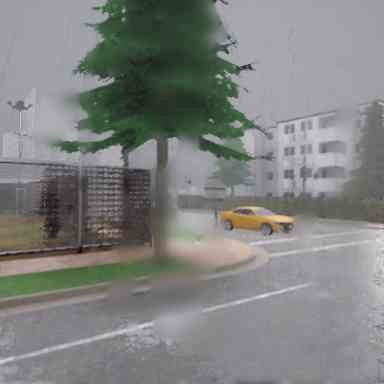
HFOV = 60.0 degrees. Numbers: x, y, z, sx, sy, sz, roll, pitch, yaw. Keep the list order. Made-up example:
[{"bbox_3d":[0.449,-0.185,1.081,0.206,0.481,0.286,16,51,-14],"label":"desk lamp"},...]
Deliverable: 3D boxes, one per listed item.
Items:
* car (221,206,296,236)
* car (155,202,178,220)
[{"bbox_3d":[3.844,1.641,20.024,1.882,1.535,5.008,1,-1,-37],"label":"car"},{"bbox_3d":[-3.146,1.642,29.869,1.882,1.535,5.008,1,-1,-35],"label":"car"}]
